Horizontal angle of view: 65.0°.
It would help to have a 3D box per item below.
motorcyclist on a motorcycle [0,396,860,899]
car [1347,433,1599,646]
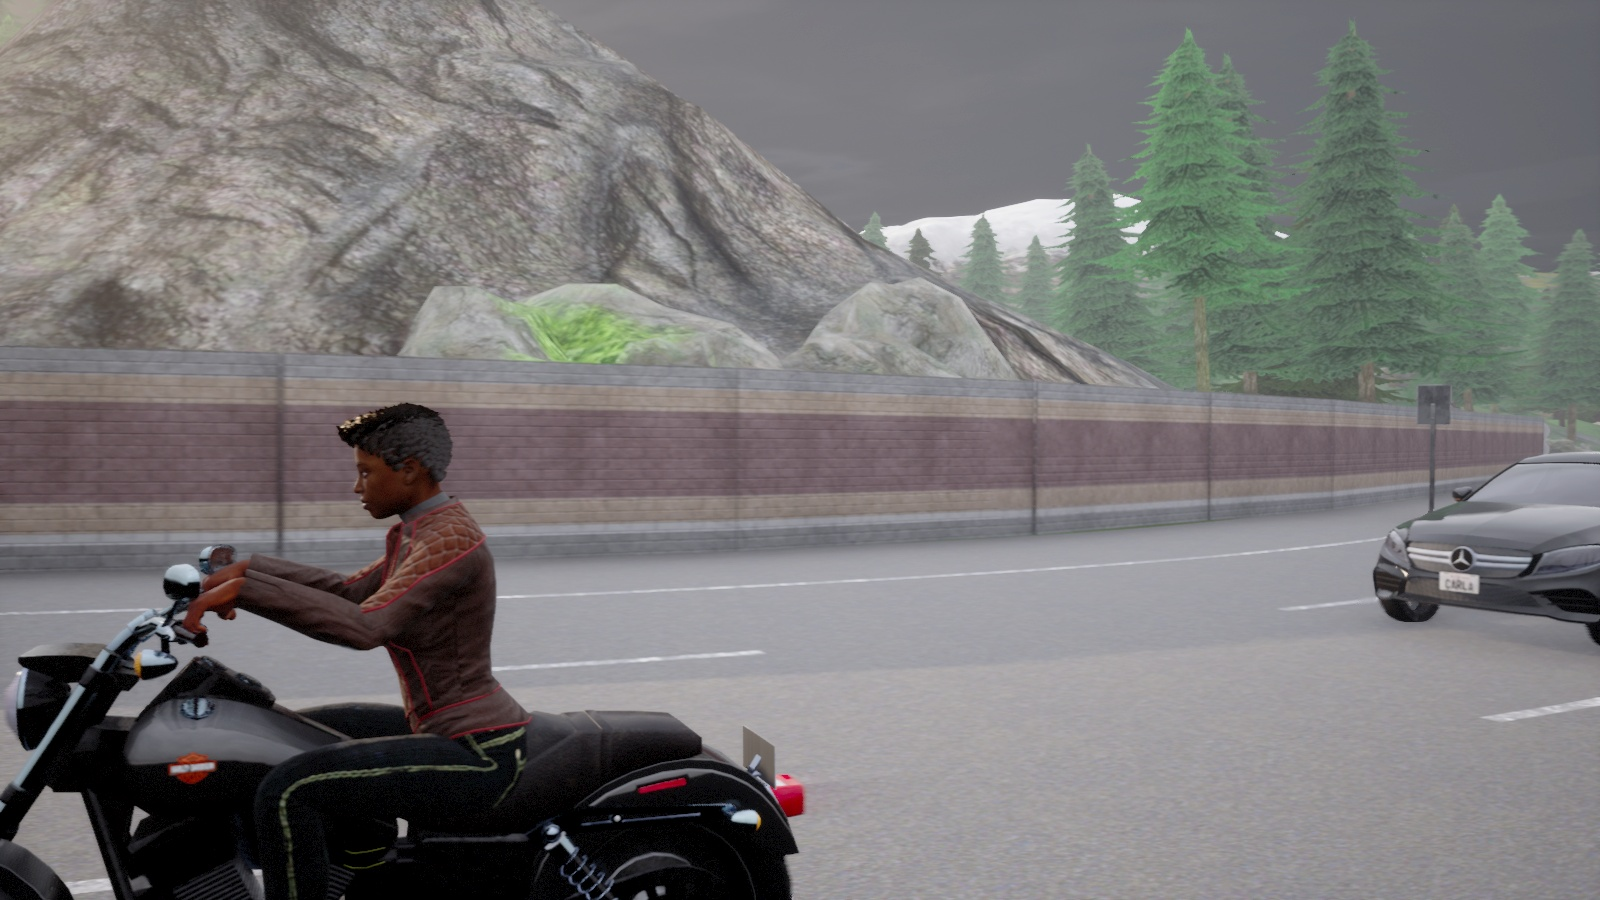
[{"bbox_3d":[-1.102,0.723,2.805,2.350,1.649,0.766,-1,0,-21],"label":"motorcyclist on a motorcycle"},{"bbox_3d":[6.886,0.595,10.830,4.674,1.442,1.812,-1,1,-35],"label":"car"}]
